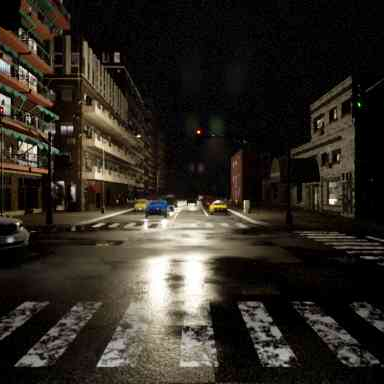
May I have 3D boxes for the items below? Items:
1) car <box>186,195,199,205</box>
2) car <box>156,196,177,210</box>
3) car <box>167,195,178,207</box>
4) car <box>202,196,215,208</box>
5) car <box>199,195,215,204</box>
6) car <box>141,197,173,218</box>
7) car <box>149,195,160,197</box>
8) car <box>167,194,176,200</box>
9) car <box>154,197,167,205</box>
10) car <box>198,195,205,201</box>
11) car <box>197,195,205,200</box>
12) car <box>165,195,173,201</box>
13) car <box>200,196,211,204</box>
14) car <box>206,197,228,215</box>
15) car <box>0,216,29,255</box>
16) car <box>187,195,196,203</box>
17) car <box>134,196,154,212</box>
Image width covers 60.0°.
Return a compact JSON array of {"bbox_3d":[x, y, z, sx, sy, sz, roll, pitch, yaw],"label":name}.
[{"bbox_3d":[-0.056,1.595,60.238,2.033,1.411,5.357,0,0,0],"label":"car"},{"bbox_3d":[-3.119,1.548,39.990,1.812,1.442,4.674,0,0,0],"label":"car"},{"bbox_3d":[-3.122,1.538,50.059,1.837,1.490,4.892,0,0,0],"label":"car"},{"bbox_3d":[2.651,1.609,44.930,1.802,1.307,4.206,0,0,0],"label":"car"},{"bbox_3d":[2.646,1.349,50.470,2.192,1.841,5.009,0,0,0],"label":"car"},{"bbox_3d":[-3.128,1.492,30.712,1.882,1.535,5.008,0,0,0],"label":"car"},{"bbox_3d":[-5.734,1.349,50.461,2.192,1.841,5.009,0,0,0],"label":"car"},{"bbox_3d":[-5.777,1.430,94.775,2.192,1.841,5.009,0,0,0],"label":"car"},{"bbox_3d":[-5.746,1.600,61.539,2.008,1.369,4.403,0,0,0],"label":"car"},{"bbox_3d":[2.608,1.628,89.414,1.752,1.417,4.829,0,0,0],"label":"car"},{"bbox_3d":[2.603,1.666,94.783,2.008,1.369,4.403,0,0,0],"label":"car"},{"bbox_3d":[-5.767,1.530,83.696,1.967,1.590,4.097,0,0,0],"label":"car"},{"bbox_3d":[2.630,1.609,67.087,2.008,1.369,4.403,0,0,0],"label":"car"},{"bbox_3d":[2.661,1.543,34.022,1.752,1.417,4.829,0,0,0],"label":"car"},{"bbox_3d":[-8.429,1.195,11.427,5.566,2.045,2.150,0,-1,16],"label":"car"},{"bbox_3d":[-0.066,1.432,70.658,1.882,1.535,5.008,0,0,0],"label":"car"},{"bbox_3d":[-5.725,1.547,39.212,1.752,1.417,4.829,0,0,0],"label":"car"}]
